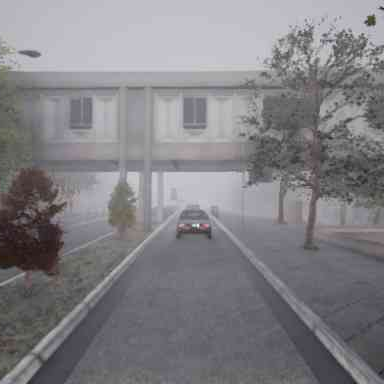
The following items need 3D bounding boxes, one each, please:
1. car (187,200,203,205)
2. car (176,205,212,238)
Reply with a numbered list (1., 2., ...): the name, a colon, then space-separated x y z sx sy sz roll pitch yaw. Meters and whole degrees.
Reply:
1. car: 0.108 2.099 42.509 1.837 1.490 4.892 0 -1 0
2. car: 0.098 1.667 18.372 2.033 1.411 5.357 0 -1 0
